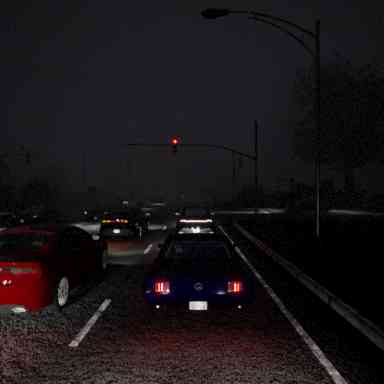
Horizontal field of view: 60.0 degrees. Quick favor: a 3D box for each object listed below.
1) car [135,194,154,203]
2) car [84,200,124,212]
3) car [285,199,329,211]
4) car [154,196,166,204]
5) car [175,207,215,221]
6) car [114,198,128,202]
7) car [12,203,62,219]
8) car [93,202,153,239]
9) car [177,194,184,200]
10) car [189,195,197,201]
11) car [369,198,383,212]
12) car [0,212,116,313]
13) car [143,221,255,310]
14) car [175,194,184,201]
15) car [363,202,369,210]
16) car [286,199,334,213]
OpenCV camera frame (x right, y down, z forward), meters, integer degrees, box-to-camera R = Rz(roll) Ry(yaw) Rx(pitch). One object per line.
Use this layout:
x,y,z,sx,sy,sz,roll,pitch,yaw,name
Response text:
-6.982,1.477,47.410,1.882,1.535,5.008,0,0,0,car
-7.037,1.601,26.438,1.895,1.301,4.718,0,0,0,car
13.677,1.526,39.628,4.674,1.442,1.812,0,0,5,car
-6.876,1.601,65.546,1.895,1.301,4.718,0,0,1,car
0.151,1.491,17.009,2.128,1.511,4.902,0,0,-1,car
-10.481,1.547,48.031,2.033,1.411,5.357,0,0,0,car
-10.545,1.525,22.984,1.812,1.442,4.674,0,0,0,car
-3.359,1.505,17.271,1.837,1.490,4.892,0,0,0,car
-3.224,1.328,95.040,1.882,1.535,5.008,0,0,1,car
0.210,1.500,84.637,1.837,1.490,4.892,0,0,0,car
22.228,1.470,35.638,5.008,1.535,1.882,0,0,3,car
-3.382,1.478,7.774,1.882,1.535,5.008,0,0,0,car
0.118,1.601,7.747,1.895,1.301,4.718,0,0,0,car
-3.290,1.532,84.631,2.033,1.411,5.357,0,0,0,car
22.853,1.484,39.110,4.902,1.511,2.128,0,0,3,car
12.808,1.491,36.174,4.902,1.511,2.128,0,0,3,car
